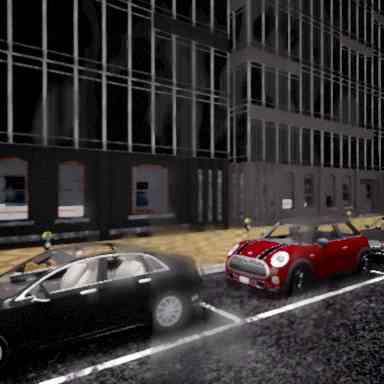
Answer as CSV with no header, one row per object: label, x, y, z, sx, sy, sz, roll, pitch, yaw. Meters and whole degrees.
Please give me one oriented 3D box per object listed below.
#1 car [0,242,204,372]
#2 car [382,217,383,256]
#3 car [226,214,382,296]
car,-1.843,1.548,5.246,4.403,1.369,2.008,0,0,-36
car,7.424,1.520,11.860,4.403,1.369,2.008,0,0,-36
car,2.790,1.424,8.553,4.097,1.590,1.967,0,0,-36
